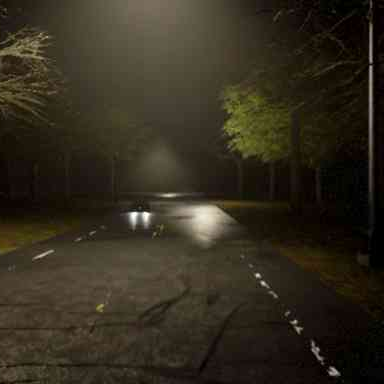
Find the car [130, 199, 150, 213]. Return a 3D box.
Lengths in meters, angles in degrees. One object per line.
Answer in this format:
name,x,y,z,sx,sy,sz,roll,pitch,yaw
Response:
car,-5.359,1.384,34.836,1.994,1.385,4.181,0,0,-7
